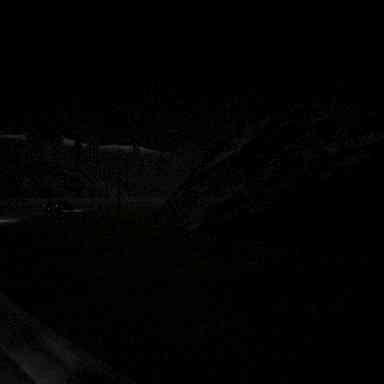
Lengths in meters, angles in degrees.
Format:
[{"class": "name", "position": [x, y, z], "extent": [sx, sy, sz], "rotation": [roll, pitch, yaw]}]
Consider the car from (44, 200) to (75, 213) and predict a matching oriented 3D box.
[{"class": "car", "position": [-15.677, 1.663, 39.404], "extent": [1.812, 1.442, 4.674], "rotation": [0, 0, 8]}]
